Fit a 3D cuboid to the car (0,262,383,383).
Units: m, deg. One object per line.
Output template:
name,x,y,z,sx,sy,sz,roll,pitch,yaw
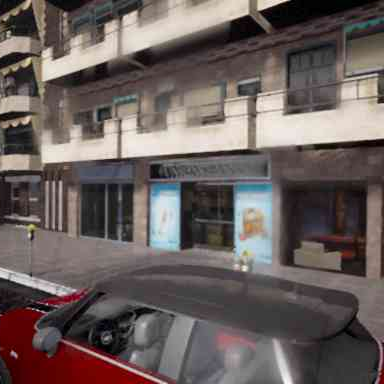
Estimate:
car,-0.332,1.426,3.111,4.097,1.590,1.967,0,0,36
